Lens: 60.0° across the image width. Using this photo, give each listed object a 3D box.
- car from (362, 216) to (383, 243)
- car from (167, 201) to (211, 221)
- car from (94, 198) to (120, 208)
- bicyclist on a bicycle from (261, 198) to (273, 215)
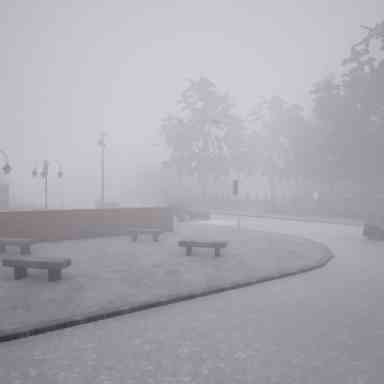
[{"bbox_3d":[9.782,1.564,14.538,4.181,1.385,1.994,0,0,40],"label":"car"},{"bbox_3d":[-0.407,1.500,27.460,1.837,1.490,4.892,0,1,-35],"label":"car"},{"bbox_3d":[-10.834,1.481,42.267,1.882,1.535,5.008,0,0,-35],"label":"car"},{"bbox_3d":[7.062,1.348,31.440,1.656,1.620,0.582,0,0,-35],"label":"bicyclist on a bicycle"}]
